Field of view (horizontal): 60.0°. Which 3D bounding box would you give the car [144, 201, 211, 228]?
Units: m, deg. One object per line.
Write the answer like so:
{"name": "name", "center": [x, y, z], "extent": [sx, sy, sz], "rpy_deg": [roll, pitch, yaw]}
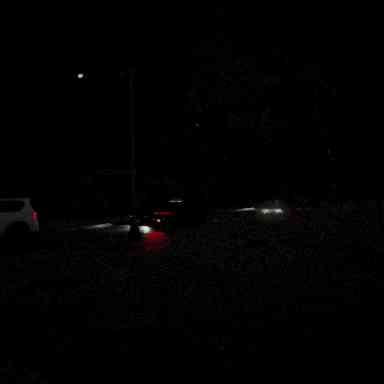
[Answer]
{"name": "car", "center": [-0.530, 1.369, 21.179], "extent": [1.837, 1.490, 4.892], "rpy_deg": [-2, -1, 35]}

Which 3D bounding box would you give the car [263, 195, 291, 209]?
{"name": "car", "center": [10.756, 1.158, 42.048], "extent": [2.097, 1.767, 4.553], "rpy_deg": [-2, -1, 36]}

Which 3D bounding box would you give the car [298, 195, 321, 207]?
{"name": "car", "center": [15.459, 1.201, 43.643], "extent": [2.128, 1.511, 4.902], "rpy_deg": [-2, -1, 35]}

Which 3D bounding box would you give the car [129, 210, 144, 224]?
{"name": "car", "center": [-2.079, 1.487, 24.079], "extent": [2.033, 1.411, 5.357], "rpy_deg": [-2, -1, 35]}

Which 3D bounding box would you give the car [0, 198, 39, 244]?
{"name": "car", "center": [-9.342, 1.309, 13.891], "extent": [2.150, 2.045, 5.566], "rpy_deg": [-2, -1, 35]}
